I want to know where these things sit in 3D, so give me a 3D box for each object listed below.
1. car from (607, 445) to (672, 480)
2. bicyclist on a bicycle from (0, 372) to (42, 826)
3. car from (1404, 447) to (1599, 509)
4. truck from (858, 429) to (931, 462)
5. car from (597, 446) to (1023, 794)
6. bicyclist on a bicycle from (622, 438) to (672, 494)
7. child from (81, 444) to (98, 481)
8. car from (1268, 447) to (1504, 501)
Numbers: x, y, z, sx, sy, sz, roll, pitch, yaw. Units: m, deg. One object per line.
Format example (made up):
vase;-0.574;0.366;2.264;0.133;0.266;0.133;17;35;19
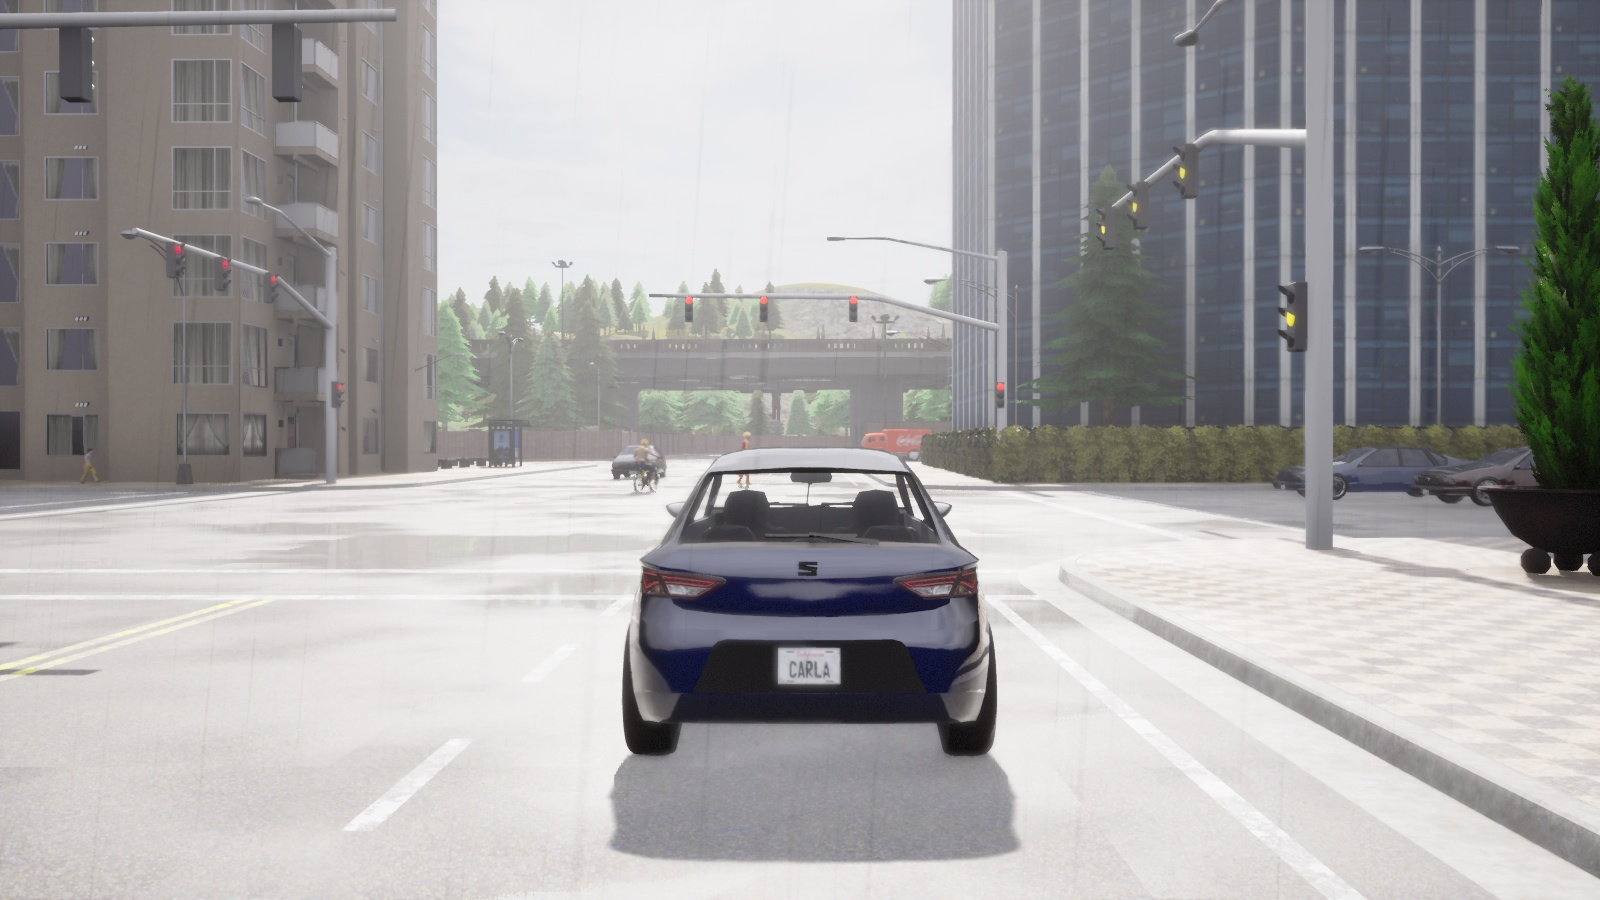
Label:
car;-6.708;0.490;52.943;2.033;1.411;5.357;0;0;0
bicyclist on a bicycle;-3.463;0.590;4.253;0.659;1.776;1.843;0;1;0
car;17.599;0.639;29.991;5.357;1.411;2.033;0;0;0
truck;7.246;-0.336;96.781;5.204;2.467;2.627;0;1;-7
car;0.054;0.718;7.450;1.816;1.474;4.193;0;0;0
bicyclist on a bicycle;-4.540;0.468;37.382;0.866;1.612;1.509;-1;0;20
child;-24.065;0.426;42.545;0.437;1.263;0.270;0;0;1
car;15.528;0.617;33.483;5.357;1.411;2.033;0;0;0
